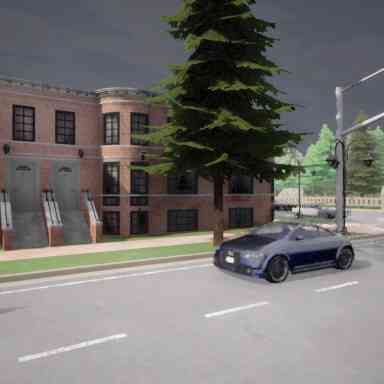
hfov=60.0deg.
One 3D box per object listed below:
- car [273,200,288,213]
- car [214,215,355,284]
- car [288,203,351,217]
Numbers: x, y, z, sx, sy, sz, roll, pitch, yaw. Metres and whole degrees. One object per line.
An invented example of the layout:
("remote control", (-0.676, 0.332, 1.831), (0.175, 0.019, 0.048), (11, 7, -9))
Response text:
("car", (9.495, 1.601, 37.065), (1.895, 1.301, 4.718), (0, 0, -30))
("car", (2.702, 1.564, 9.576), (4.181, 1.385, 1.994), (0, 0, -30))
("car", (10.759, 1.601, 27.884), (1.895, 1.301, 4.718), (0, 0, -30))
